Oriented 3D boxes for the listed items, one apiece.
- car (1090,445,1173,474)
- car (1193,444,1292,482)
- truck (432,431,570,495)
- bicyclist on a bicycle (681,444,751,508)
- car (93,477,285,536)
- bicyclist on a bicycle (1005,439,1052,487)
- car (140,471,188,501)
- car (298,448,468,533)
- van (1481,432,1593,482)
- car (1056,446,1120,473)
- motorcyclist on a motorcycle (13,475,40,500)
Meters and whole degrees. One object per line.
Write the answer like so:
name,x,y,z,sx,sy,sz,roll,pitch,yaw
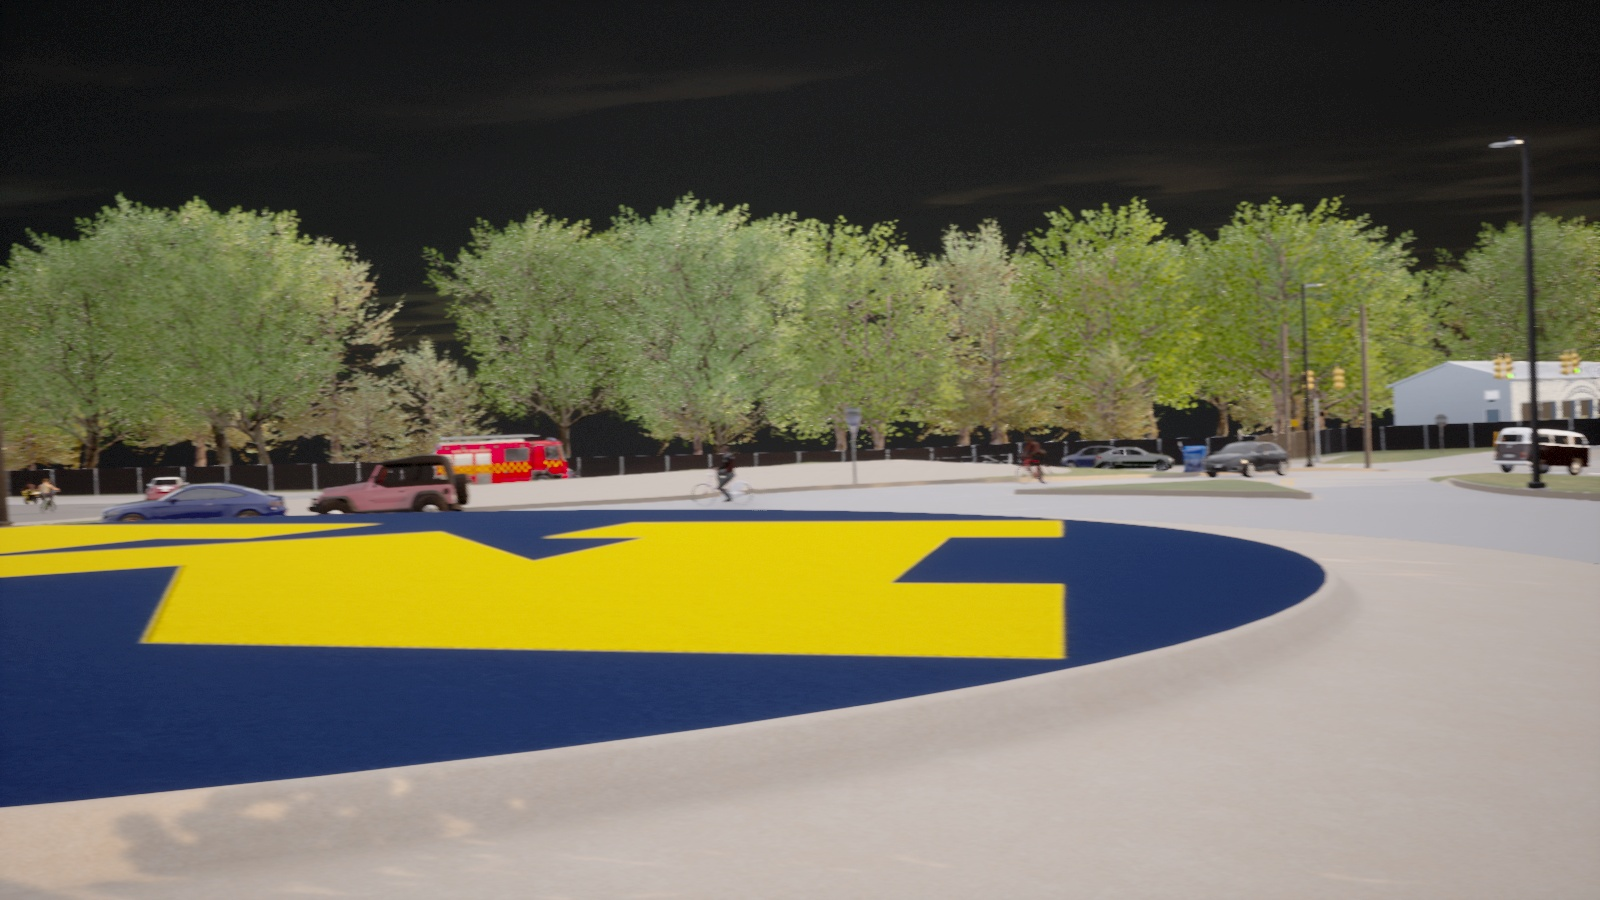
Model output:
car,21.087,0.612,79.830,5.027,1.651,2.152,-1,2,17
car,18.638,0.516,52.803,4.892,1.490,1.837,-1,0,-43
truck,-19.737,0.786,82.867,8.468,3.827,2.891,-2,2,-20
bicyclist on a bicycle,-2.456,0.760,36.761,1.843,1.776,0.659,-2,3,13
car,-16.878,1.519,34.831,4.674,1.442,1.812,0,1,-26
bicyclist on a bicycle,7.797,0.428,42.850,1.656,1.620,0.582,-1,0,-35
car,-33.493,1.884,66.199,1.970,1.475,3.806,-1,0,-23
car,-10.620,1.054,32.224,3.866,1.878,1.905,-3,-5,-11
van,33.387,0.307,56.858,4.480,2.038,2.069,3,0,-24
car,19.279,0.621,84.023,3.988,1.617,1.851,-1,2,17
motorcyclist on a motorcycle,-49.115,2.367,79.721,2.044,1.523,0.797,-1,0,38
